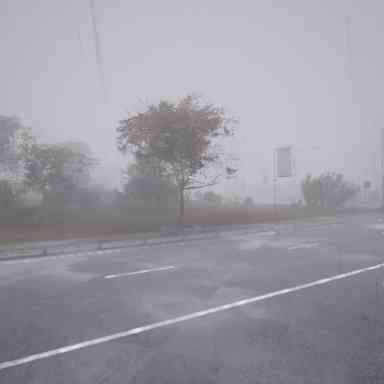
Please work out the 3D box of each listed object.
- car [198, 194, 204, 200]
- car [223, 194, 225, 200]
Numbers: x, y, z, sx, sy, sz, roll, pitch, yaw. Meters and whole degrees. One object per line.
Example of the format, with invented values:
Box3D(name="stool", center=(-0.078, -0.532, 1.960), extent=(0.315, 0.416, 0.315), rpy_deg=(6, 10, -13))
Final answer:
Box3D(name="car", center=(3.077, 1.040, 63.246), extent=(1.837, 1.490, 4.892), rpy_deg=(-1, 1, -38))
Box3D(name="car", center=(6.039, 1.031, 65.176), extent=(2.033, 1.411, 5.357), rpy_deg=(-1, 1, -38))
